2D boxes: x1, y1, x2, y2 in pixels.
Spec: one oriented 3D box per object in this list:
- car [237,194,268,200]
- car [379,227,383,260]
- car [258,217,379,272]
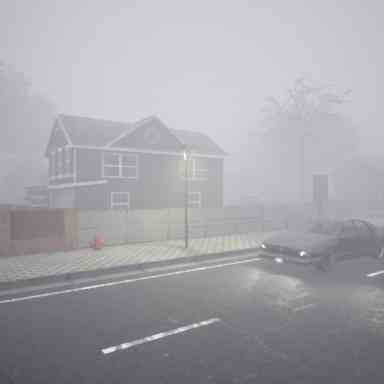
[{"bbox_3d":[7.805,1.270,41.426,2.150,2.045,5.566,0,0,-35],"label":"car"},{"bbox_3d":[7.029,1.525,8.680,4.674,1.442,1.812,0,0,-35],"label":"car"},{"bbox_3d":[4.626,1.547,10.960,5.357,1.411,2.033,0,0,-35],"label":"car"}]
